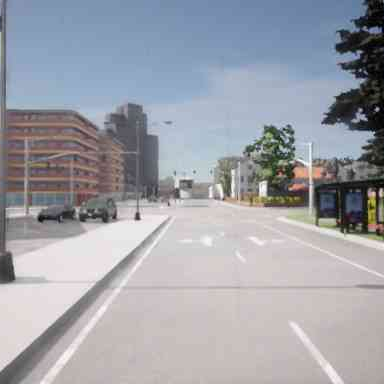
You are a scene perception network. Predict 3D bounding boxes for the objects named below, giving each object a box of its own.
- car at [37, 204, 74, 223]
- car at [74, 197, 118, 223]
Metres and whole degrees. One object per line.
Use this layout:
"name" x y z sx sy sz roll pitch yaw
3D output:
"car" -11.487 1.782 28.540 1.837 1.490 4.892 0 -1 0
"car" -7.984 1.478 28.816 2.150 2.045 5.566 0 -1 0
